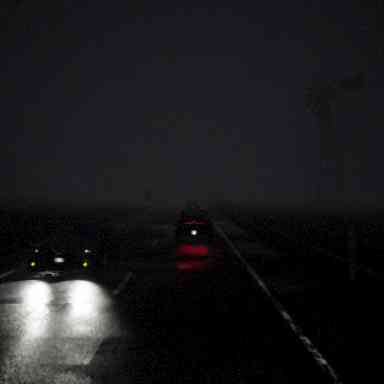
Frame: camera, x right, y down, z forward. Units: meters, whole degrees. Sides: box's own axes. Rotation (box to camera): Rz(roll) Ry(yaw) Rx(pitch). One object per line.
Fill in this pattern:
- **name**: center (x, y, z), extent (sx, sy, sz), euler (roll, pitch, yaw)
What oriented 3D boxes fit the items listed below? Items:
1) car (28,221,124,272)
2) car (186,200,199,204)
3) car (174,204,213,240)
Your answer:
- **car**: center (-3.569, 1.655, 10.932), extent (1.994, 1.385, 4.181), euler (0, -1, 0)
- **car**: center (0.096, 1.876, 46.565), extent (2.128, 1.511, 4.902), euler (0, 0, 0)
- **car**: center (0.099, 1.656, 18.085), extent (1.837, 1.490, 4.892), euler (0, 0, 0)
